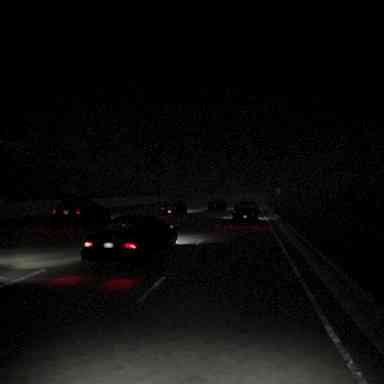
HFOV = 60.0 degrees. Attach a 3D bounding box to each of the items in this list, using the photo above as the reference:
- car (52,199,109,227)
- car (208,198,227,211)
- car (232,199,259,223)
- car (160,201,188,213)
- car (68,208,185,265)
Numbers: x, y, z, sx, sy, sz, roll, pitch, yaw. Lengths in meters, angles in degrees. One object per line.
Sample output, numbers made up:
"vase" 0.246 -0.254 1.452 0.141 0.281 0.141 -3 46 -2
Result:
"car" -7.165 1.255 21.943 2.097 1.767 4.553 0 0 10
"car" 3.075 1.406 39.796 1.882 1.535 5.008 0 0 10
"car" 4.020 1.495 24.942 1.812 1.442 4.674 0 0 10
"car" -1.697 1.514 32.893 1.895 1.301 4.718 0 0 10
"car" -1.866 1.509 11.576 2.033 1.411 5.357 0 0 10
